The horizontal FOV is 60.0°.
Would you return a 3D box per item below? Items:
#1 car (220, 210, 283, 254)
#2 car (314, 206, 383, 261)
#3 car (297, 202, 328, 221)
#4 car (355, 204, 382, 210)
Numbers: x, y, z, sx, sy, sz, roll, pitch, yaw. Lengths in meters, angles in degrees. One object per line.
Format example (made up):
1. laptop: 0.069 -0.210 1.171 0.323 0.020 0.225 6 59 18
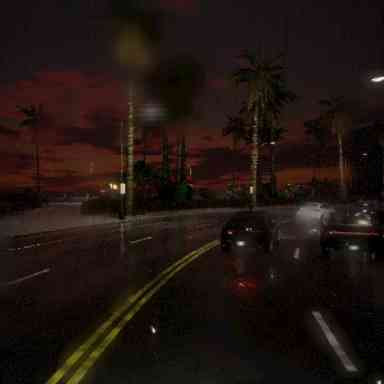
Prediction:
1. car: 2.521 1.516 13.678 1.837 1.490 4.892 0 0 20
2. car: 5.802 1.495 12.459 2.128 1.511 4.902 0 0 20
3. car: 9.800 1.533 25.986 1.812 1.442 4.674 0 0 41
4. car: 12.449 1.563 23.698 2.033 1.411 5.357 0 0 41
